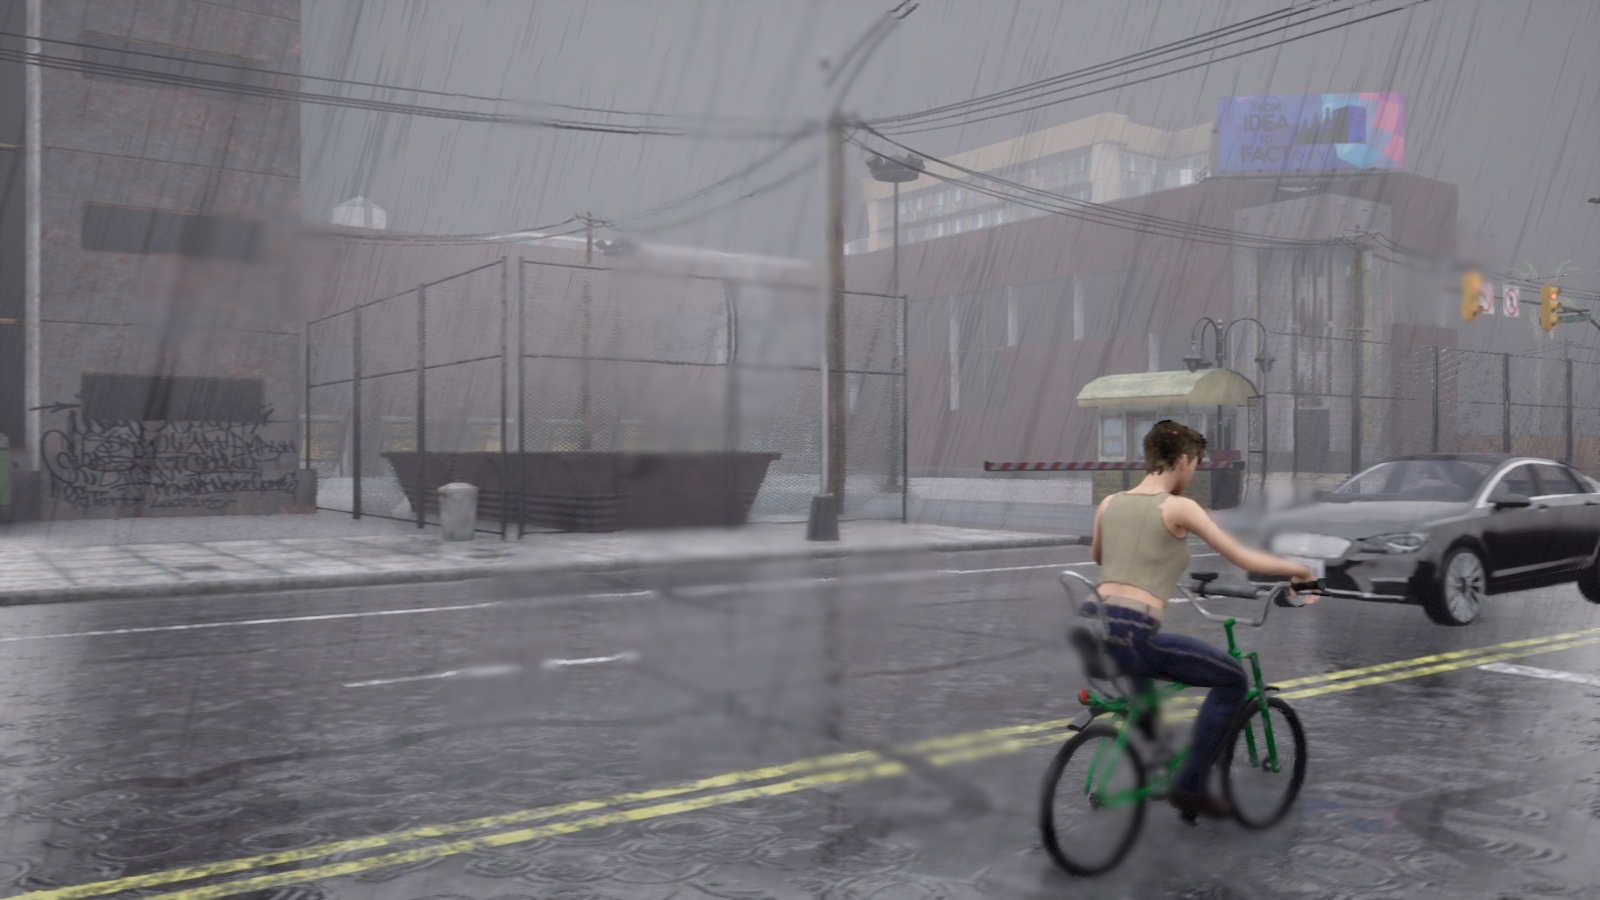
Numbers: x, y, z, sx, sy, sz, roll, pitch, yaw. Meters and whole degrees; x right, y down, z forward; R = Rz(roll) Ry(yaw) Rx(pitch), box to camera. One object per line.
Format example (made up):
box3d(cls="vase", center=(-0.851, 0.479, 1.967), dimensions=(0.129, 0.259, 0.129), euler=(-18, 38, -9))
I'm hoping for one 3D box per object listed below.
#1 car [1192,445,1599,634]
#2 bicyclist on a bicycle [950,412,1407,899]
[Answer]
box3d(cls="car", center=(6.297, 0.718, 12.301), dimensions=(4.902, 1.511, 2.128), euler=(0, 0, -35))
box3d(cls="bicyclist on a bicycle", center=(1.416, 0.690, 4.656), dimensions=(1.509, 1.612, 0.866), euler=(0, 0, -35))
